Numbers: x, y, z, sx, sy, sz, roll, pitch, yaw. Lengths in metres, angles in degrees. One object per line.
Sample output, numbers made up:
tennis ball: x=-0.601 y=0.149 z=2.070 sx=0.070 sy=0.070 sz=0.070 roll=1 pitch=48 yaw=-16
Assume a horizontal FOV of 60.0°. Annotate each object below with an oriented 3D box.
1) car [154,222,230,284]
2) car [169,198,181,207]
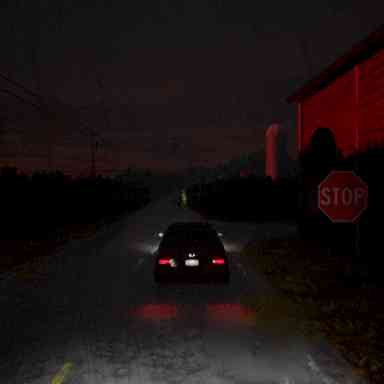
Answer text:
car: x=-0.039 y=1.598 z=9.765 sx=2.033 sy=1.411 sz=5.357 roll=0 pitch=0 yaw=-1
car: x=-2.999 y=1.797 z=59.344 sx=2.128 sy=1.511 sz=4.902 roll=0 pitch=0 yaw=-4
